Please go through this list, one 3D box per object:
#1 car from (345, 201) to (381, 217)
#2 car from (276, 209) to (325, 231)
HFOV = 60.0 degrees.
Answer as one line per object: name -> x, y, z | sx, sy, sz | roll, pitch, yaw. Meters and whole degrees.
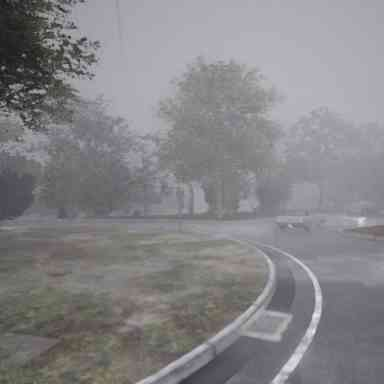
car -> 17.670, 1.720, 34.252 | 4.892, 1.490, 1.837 | 0, -1, -36
car -> 7.362, 1.783, 22.195 | 1.895, 1.301, 4.718 | -1, -1, 36
